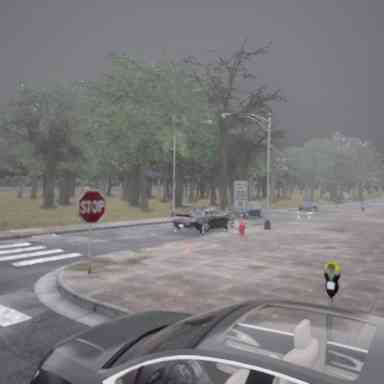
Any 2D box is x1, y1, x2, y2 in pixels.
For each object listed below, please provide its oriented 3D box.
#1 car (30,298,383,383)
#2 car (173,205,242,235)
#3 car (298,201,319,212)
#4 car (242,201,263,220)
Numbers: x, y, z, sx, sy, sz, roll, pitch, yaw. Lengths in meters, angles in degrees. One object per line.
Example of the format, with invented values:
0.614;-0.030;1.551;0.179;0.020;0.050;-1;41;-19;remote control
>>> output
0.526;1.550;2.416;4.403;1.369;2.008;0;1;36;car
0.816;1.686;20.541;2.128;1.511;4.902;2;0;35;car
16.859;2.079;47.876;1.837;1.490;4.892;2;0;36;car
4.924;1.599;31.364;2.097;1.767;4.553;2;0;36;car
